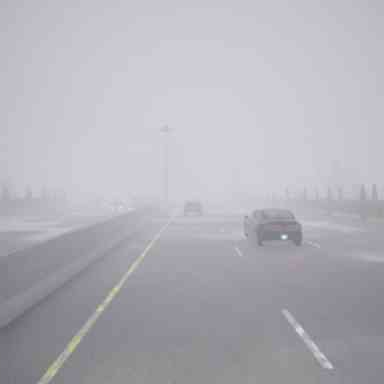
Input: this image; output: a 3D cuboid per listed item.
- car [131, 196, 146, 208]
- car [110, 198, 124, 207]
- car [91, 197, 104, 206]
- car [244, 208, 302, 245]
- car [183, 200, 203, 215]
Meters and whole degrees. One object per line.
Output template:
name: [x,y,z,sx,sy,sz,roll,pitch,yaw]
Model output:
car: [-7.826,1.413,48.870,2.097,1.767,4.553,0,0,-7]
car: [-11.795,1.626,52.580,2.033,1.411,5.357,0,0,-9]
car: [-16.492,1.613,58.255,1.837,1.490,4.892,0,0,-12]
car: [3.602,1.504,15.411,1.837,1.490,4.892,0,0,0]
car: [0.102,1.514,34.254,2.128,1.511,4.902,0,0,0]
